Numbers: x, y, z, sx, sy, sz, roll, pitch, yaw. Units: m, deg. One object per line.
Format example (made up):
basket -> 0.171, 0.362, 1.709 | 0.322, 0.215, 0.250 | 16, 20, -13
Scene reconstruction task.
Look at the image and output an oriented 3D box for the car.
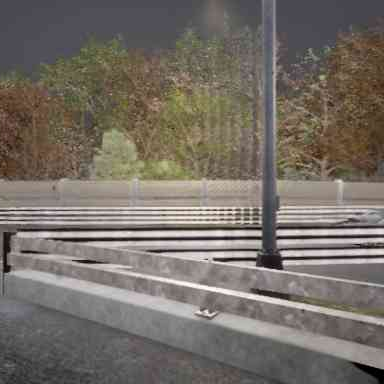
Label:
car -> 7.920, 1.435, 13.376 | 4.902, 1.511, 2.128 | 0, 0, -7
